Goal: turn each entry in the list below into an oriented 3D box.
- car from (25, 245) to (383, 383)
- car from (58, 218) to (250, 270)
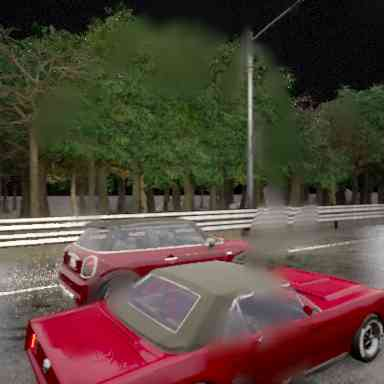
[{"bbox_3d":[0.601,1.608,4.256,4.718,1.301,1.895,0,0,-34],"label":"car"},{"bbox_3d":[-0.530,1.362,7.543,4.553,1.767,2.097,0,0,-35],"label":"car"}]
